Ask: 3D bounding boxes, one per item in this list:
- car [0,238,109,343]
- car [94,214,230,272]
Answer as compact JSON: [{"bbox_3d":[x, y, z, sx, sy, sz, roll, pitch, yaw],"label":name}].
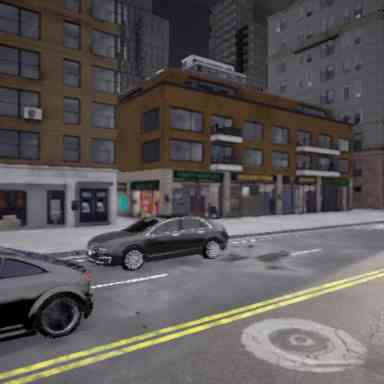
[{"bbox_3d":[-3.686,1.564,5.045,4.181,1.385,1.994,0,0,-35],"label":"car"},{"bbox_3d":[-0.955,1.519,10.979,4.892,1.490,1.837,0,0,-35],"label":"car"}]
